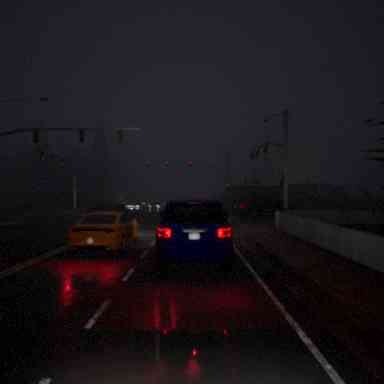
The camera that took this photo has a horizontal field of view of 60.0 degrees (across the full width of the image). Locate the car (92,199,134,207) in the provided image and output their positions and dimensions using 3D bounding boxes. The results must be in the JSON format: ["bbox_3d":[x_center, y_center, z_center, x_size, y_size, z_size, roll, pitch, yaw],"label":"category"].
[{"bbox_3d":[-7.784,1.598,30.625,2.128,1.511,4.902,1,-1,-41],"label":"car"}]

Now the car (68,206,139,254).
[{"bbox_3d":[-3.427,1.526,13.706,1.882,1.535,5.008,0,-1,0],"label":"car"}]

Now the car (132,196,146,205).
[{"bbox_3d":[-10.545,1.711,63.169,2.128,1.511,4.902,0,0,1],"label":"car"}]

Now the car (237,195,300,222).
[{"bbox_3d":[6.133,1.317,27.621,5.566,2.045,2.150,0,-2,-15],"label":"car"}]

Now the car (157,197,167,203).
[{"bbox_3d":[-7.018,1.812,78.607,2.033,1.411,5.357,0,0,0],"label":"car"}]

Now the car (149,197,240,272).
[{"bbox_3d":[0.059,1.255,11.097,2.150,2.045,5.566,0,-1,0],"label":"car"}]

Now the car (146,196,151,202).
[{"bbox_3d":[-7.043,1.744,63.119,1.812,1.442,4.674,0,0,0],"label":"car"}]

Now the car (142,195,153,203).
[{"bbox_3d":[-10.518,1.628,78.678,2.097,1.767,4.553,0,0,0],"label":"car"}]
